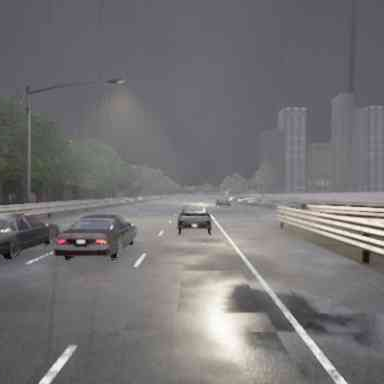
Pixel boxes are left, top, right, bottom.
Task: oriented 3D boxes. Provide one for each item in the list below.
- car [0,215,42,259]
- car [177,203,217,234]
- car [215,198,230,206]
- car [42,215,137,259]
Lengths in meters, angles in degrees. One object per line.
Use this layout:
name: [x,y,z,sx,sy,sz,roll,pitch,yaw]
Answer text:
car: [-6.868,1.563,12.568,2.033,1.411,5.357,0,0,0]
car: [0.148,1.512,19.539,2.128,1.511,4.902,0,0,0]
car: [5.216,1.694,57.081,1.994,1.385,4.181,0,-1,-6]
car: [-3.368,1.562,12.599,2.033,1.411,5.357,0,0,0]
